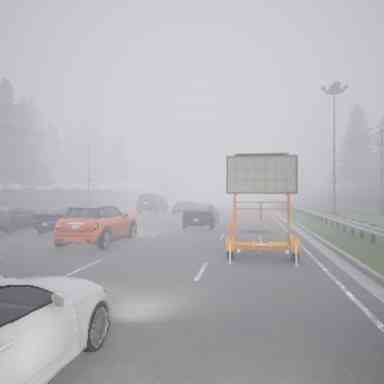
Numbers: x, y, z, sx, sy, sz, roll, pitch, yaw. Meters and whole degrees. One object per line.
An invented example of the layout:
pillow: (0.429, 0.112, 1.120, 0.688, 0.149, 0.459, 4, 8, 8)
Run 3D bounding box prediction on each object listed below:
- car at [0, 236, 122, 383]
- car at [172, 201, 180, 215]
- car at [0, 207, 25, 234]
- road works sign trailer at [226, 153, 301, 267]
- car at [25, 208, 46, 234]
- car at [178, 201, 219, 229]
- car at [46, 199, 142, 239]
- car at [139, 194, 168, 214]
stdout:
car: (-2.443, 1.525, 3.323, 1.812, 1.442, 4.674, 0, 0, 10)
car: (-0.724, 1.561, 34.395, 1.994, 1.385, 4.181, 0, 0, 10)
car: (-10.351, 1.562, 19.490, 1.994, 1.385, 4.181, 0, 0, 10)
road works sign trailer: (2.407, 0.464, 11.583, 2.380, 3.560, 2.880, 0, 0, 10)
car: (-6.889, 1.476, 18.972, 1.882, 1.535, 5.008, 0, 0, 10)
car: (0.662, 1.476, 21.631, 1.882, 1.535, 5.008, 0, 0, 10)
car: (-4.058, 1.351, 14.730, 2.097, 1.767, 4.553, 0, 0, 10)
car: (-4.125, 1.216, 35.272, 2.150, 2.045, 5.566, 0, 0, 10)
